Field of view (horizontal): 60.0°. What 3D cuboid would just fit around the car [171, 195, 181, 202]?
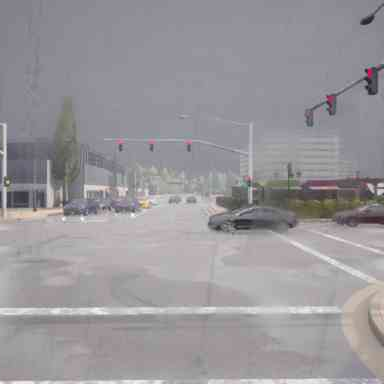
[{"bbox_3d":[-3.587,1.425,74.922,1.994,1.385,4.181,0,0,0],"label":"car"}]

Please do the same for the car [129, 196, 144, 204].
[{"bbox_3d":[-10.619,1.506,63.942,1.837,1.490,4.892,0,0,1],"label":"car"}]

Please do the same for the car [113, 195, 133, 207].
[{"bbox_3d":[-10.647,1.352,51.496,2.097,1.767,4.553,0,0,0],"label":"car"}]

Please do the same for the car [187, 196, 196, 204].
[{"bbox_3d":[-0.075,1.491,64.652,2.128,1.511,4.902,0,0,0],"label":"car"}]

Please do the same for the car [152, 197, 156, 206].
[{"bbox_3d":[-7.137,1.526,56.261,1.812,1.442,4.674,0,0,0],"label":"car"}]

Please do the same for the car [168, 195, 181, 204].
[{"bbox_3d":[-3.575,1.547,64.648,2.033,1.411,5.357,0,0,0],"label":"car"}]

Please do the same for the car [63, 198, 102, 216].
[{"bbox_3d":[-10.714,1.352,32.341,2.097,1.767,4.553,0,0,2],"label":"car"}]

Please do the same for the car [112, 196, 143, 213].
[{"bbox_3d":[-7.130,1.352,37.184,2.097,1.767,4.553,0,0,0],"label":"car"}]

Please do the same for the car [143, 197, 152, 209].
[{"bbox_3d":[-7.139,1.477,46.306,1.882,1.535,5.008,0,0,0],"label":"car"}]

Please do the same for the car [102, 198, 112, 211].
[{"bbox_3d":[-10.643,1.491,41.489,2.128,1.511,4.902,0,0,0],"label":"car"}]

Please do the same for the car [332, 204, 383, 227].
[{"bbox_3d":[11.780,1.526,21.998,4.674,1.442,1.812,0,0,1],"label":"car"}]

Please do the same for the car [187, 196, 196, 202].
[{"bbox_3d":[-0.088,1.468,74.958,1.895,1.301,4.718,0,0,0],"label":"car"}]

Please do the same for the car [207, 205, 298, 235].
[{"bbox_3d":[3.317,1.492,18.321,4.902,1.511,2.128,0,0,-1],"label":"car"}]
